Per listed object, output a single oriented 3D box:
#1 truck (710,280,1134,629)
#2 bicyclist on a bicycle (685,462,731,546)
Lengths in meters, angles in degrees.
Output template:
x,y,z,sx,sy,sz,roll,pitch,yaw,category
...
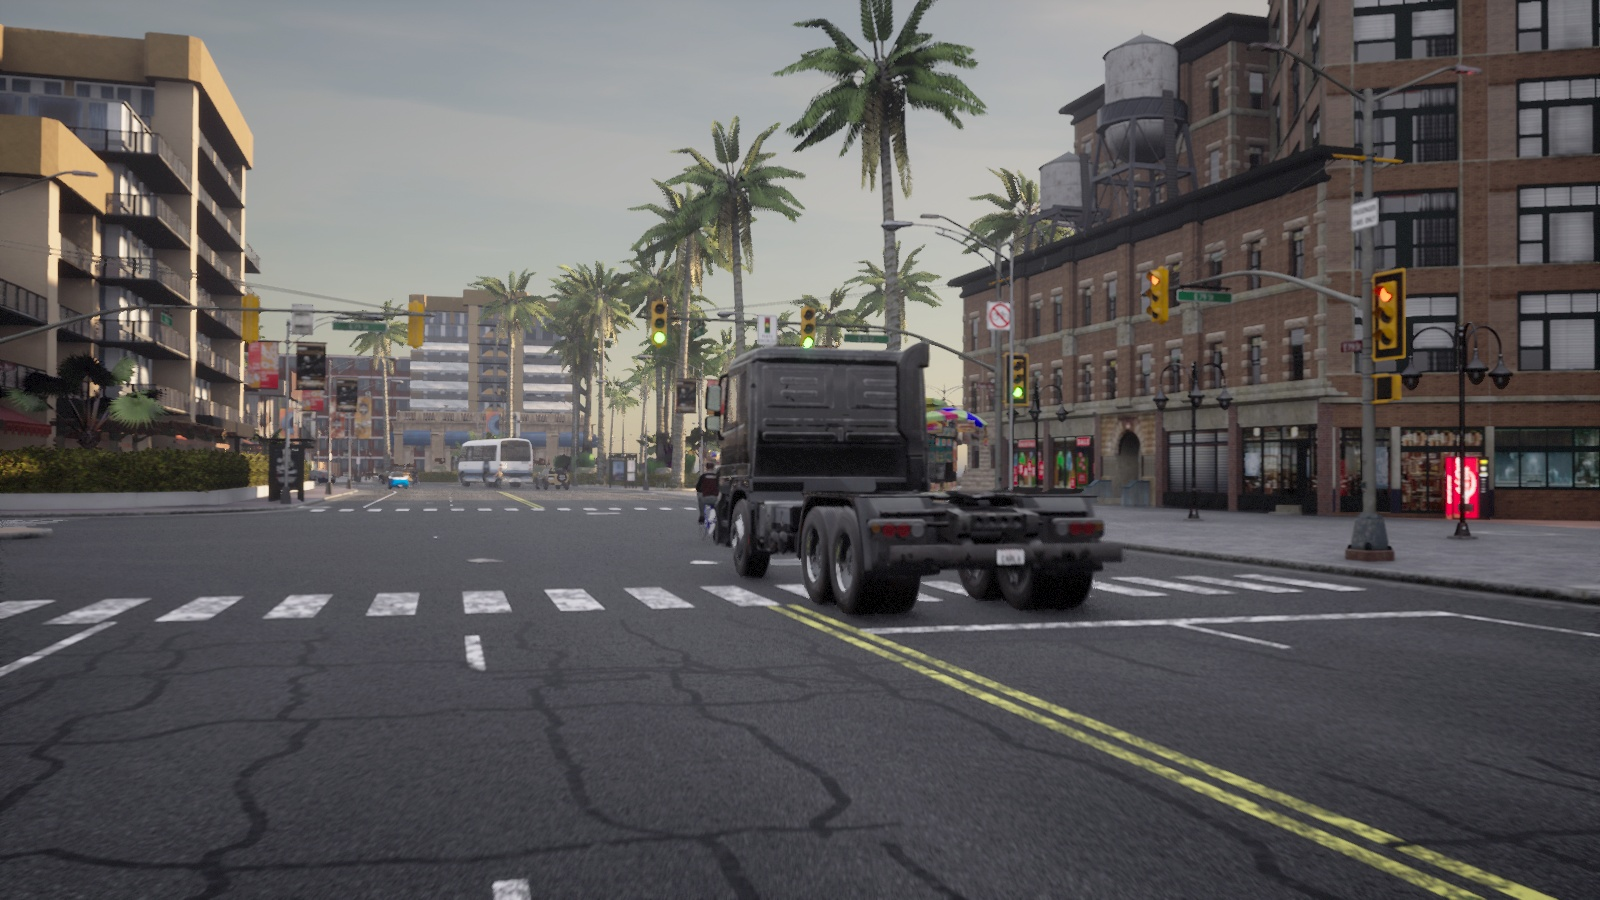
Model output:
x,y,z,sx,sy,sz,roll,pitch,yaw,category
1.036,0.108,16.668,2.891,3.462,7.936,0,-1,-16,truck
-2.029,1.154,27.545,0.659,1.776,1.843,0,-1,-16,bicyclist on a bicycle
